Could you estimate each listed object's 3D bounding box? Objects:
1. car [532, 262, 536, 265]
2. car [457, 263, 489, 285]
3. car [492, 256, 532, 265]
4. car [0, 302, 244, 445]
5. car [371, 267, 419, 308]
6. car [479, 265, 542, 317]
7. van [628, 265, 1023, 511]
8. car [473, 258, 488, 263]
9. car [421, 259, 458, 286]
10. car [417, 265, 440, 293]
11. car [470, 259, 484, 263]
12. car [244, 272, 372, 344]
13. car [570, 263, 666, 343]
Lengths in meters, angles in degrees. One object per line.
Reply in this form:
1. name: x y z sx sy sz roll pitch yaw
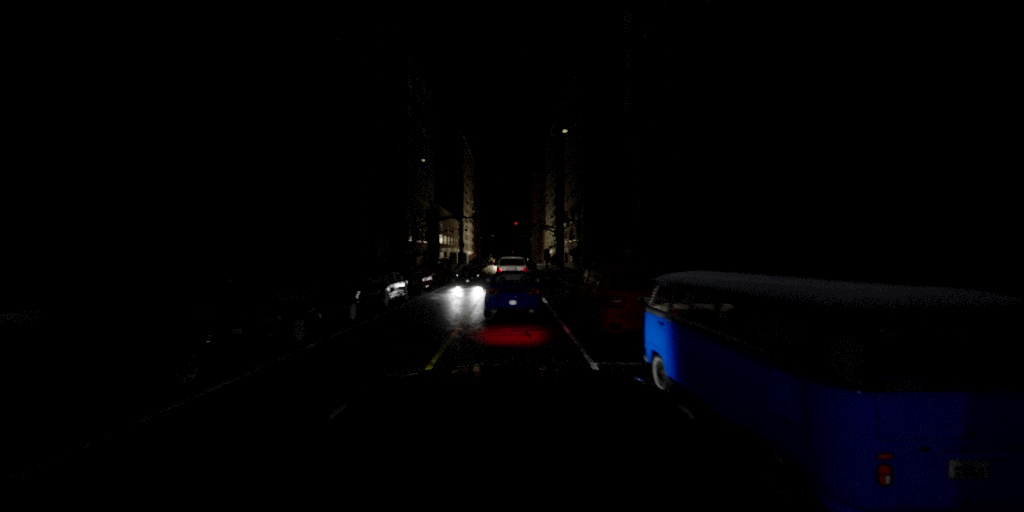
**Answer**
1. car: 2.858 1.489 53.420 1.802 1.307 4.207 0 0 0
2. car: -3.040 1.417 26.899 1.895 1.301 4.718 0 0 1
3. car: 0.004 1.033 25.109 2.150 2.045 5.566 0 0 0
4. car: -5.668 1.321 4.062 1.948 1.339 4.313 0 0 0
5. car: -5.668 1.333 15.228 2.007 1.370 4.403 0 0 0
6. car: 0.038 1.256 13.292 1.882 1.535 5.008 0 0 0
7. van: 2.857 1.096 4.083 1.690 1.789 3.998 0 0 0
8. car: -5.668 1.243 58.957 2.192 1.841 5.009 0 0 0
9. car: -5.668 1.129 26.393 2.192 1.841 5.009 0 0 0
10. car: -5.668 1.380 20.811 1.802 1.307 4.207 0 0 0
11. car: -5.668 1.489 53.393 1.802 1.307 4.207 0 0 0
12. car: -5.668 1.314 9.645 1.888 1.381 4.507 0 0 0
13. car: 2.857 1.084 9.667 2.192 1.841 5.009 0 0 0
